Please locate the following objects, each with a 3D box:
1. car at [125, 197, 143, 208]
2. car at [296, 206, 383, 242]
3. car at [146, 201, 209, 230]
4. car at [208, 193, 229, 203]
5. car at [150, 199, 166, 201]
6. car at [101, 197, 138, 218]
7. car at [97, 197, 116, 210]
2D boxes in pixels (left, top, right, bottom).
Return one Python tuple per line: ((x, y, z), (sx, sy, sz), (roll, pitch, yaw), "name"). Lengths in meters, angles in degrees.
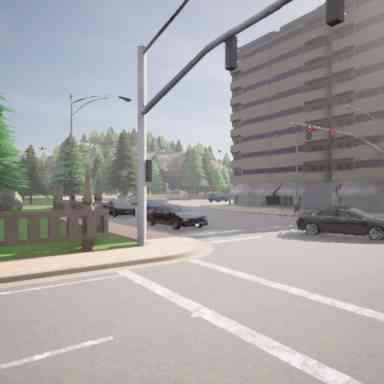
((-8.276, 1.463, 47.912), (1.837, 1.490, 4.892), (-1, 0, -3), "car")
((7.678, 1.488, 16.552), (4.892, 1.490, 1.837), (0, 1, 39), "car")
((-1.197, 1.499, 21.118), (2.033, 1.411, 5.357), (0, 0, -34), "car")
((5.673, 1.200, 71.185), (2.150, 2.045, 5.566), (0, 0, 40), "car")
((-2.978, 1.432, 30.573), (1.882, 1.535, 5.008), (0, 0, -28), "car")
((-6.497, 1.430, 29.829), (1.882, 1.535, 5.008), (0, 0, -27), "car")
((-11.422, 1.482, 44.703), (1.812, 1.442, 4.674), (0, 1, -7), "car")
